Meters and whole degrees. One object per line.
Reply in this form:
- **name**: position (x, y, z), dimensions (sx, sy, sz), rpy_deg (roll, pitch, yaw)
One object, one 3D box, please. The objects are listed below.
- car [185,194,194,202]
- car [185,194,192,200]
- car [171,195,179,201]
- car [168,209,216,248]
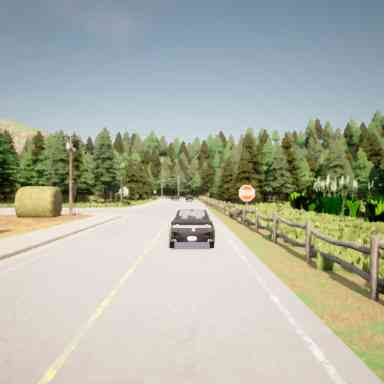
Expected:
- **car**: position (-0.555, 1.524, 79.467), dimensions (1.812, 1.442, 4.674), rpy_deg (0, 0, -2)
- **car**: position (-0.933, 1.373, 93.095), dimensions (1.837, 1.490, 4.892), rpy_deg (0, 0, -2)
- **car**: position (-4.197, 1.550, 84.520), dimensions (1.994, 1.385, 4.181), rpy_deg (0, 0, -2)
- **car**: position (0.000, 1.492, 14.650), dimensions (2.128, 1.511, 4.902), rpy_deg (0, 0, 0)
